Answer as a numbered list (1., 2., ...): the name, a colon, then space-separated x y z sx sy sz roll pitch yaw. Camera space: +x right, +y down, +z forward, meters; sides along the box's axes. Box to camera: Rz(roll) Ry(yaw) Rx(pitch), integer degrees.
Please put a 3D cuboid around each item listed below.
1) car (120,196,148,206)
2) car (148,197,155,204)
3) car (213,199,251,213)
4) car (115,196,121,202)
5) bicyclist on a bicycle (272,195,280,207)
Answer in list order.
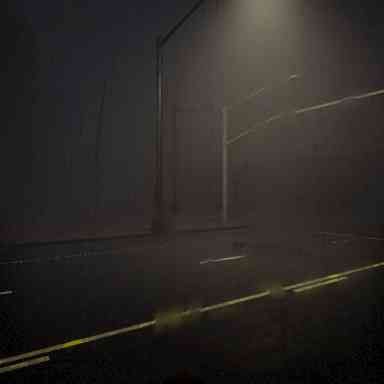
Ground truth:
1. car: -9.939 1.601 56.782 1.895 1.301 4.718 0 0 -35
2. car: -8.559 1.564 61.070 1.994 1.385 4.181 0 0 -35
3. car: 4.368 1.491 36.681 2.128 1.511 4.902 0 0 -36
4. car: -14.367 1.468 69.122 1.812 1.442 4.674 0 0 -36
5. bicyclist on a bicycle: 11.543 1.303 45.535 1.656 1.620 0.582 0 0 -36
